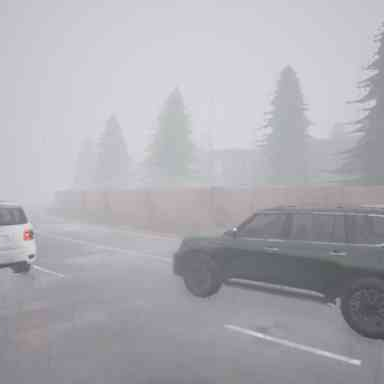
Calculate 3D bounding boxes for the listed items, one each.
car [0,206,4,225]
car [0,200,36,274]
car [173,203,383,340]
[{"bbox_3d":[-15.745,1.701,25.370,1.895,1.301,4.718,0,0,-36],"label":"car"},{"bbox_3d":[-6.574,1.261,9.723,5.566,2.045,2.150,0,0,43],"label":"car"},{"bbox_3d":[2.179,1.256,6.884,5.566,2.045,2.150,0,0,37],"label":"car"}]
